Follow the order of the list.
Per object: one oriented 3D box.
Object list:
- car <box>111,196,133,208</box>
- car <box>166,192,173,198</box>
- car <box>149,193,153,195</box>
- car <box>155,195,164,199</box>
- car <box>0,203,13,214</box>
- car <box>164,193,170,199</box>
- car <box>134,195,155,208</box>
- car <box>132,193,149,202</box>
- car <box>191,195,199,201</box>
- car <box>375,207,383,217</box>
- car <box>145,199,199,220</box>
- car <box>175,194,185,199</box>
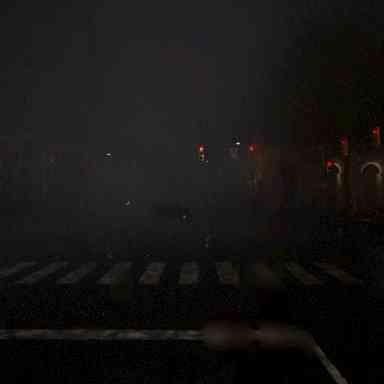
[{"bbox_3d":[-10.270,1.563,48.191,1.994,1.385,4.181,0,0,1],"label":"car"},{"bbox_3d":[-6.115,0.947,88.232,2.150,2.045,5.566,0,0,1],"label":"car"},{"bbox_3d":[-9.852,1.225,74.607,2.150,2.045,5.566,0,0,1],"label":"car"},{"bbox_3d":[-6.659,1.600,60.288,1.895,1.301,4.718,0,0,1],"label":"car"},{"bbox_3d":[-20.820,1.547,33.072,5.357,1.411,2.033,0,0,-4],"label":"car"},{"bbox_3d":[-6.392,1.478,72.276,1.882,1.535,5.008,0,0,1],"label":"car"},{"bbox_3d":[-6.635,1.526,47.095,1.812,1.442,4.674,0,0,-2],"label":"car"},{"bbox_3d":[-10.107,1.220,62.447,2.150,2.045,5.566,0,0,3],"label":"car"},{"bbox_3d":[0.719,1.450,78.599,2.128,1.511,4.902,0,0,1],"label":"car"},{"bbox_3d":[18.595,1.526,29.174,4.674,1.442,1.812,0,0,1],"label":"car"},{"bbox_3d":[-1.866,1.548,28.180,2.033,1.411,5.357,0,0,-29],"label":"car"},{"bbox_3d":[-2.781,1.279,78.628,2.097,1.767,4.553,0,0,1],"label":"car"}]
